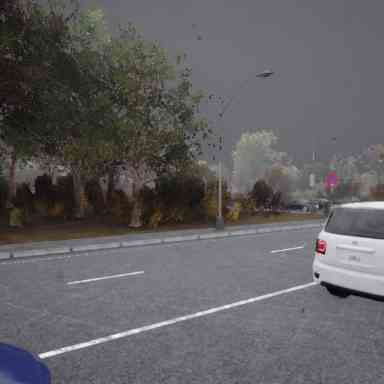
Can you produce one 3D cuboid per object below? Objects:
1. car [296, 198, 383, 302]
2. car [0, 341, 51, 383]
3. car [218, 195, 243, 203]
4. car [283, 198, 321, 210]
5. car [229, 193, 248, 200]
[{"bbox_3d":[4.997,1.220,7.320,5.566,2.045,2.150,0,0,-35],"label":"car"},{"bbox_3d":[-3.122,1.526,1.515,4.674,1.442,1.812,0,0,-36],"label":"car"},{"bbox_3d":[7.597,1.396,66.475,2.033,1.411,5.357,0,1,-32],"label":"car"},{"bbox_3d":[12.482,1.486,38.720,2.128,1.511,4.902,0,0,-33],"label":"car"},{"bbox_3d":[7.235,1.208,47.049,2.150,2.045,5.566,0,0,-32],"label":"car"}]
